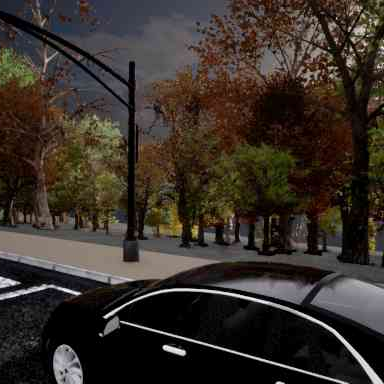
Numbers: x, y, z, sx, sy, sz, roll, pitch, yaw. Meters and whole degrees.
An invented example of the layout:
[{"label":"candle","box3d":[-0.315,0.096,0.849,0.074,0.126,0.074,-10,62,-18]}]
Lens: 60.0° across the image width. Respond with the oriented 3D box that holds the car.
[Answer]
[{"label":"car","box3d":[0.398,1.505,3.391,4.892,1.490,1.837,0,0,36]}]
